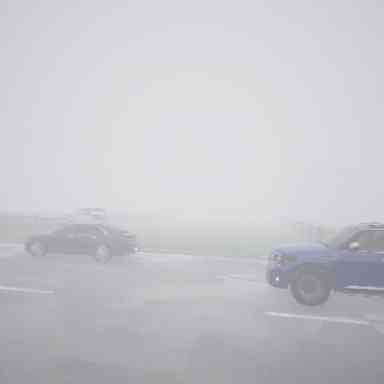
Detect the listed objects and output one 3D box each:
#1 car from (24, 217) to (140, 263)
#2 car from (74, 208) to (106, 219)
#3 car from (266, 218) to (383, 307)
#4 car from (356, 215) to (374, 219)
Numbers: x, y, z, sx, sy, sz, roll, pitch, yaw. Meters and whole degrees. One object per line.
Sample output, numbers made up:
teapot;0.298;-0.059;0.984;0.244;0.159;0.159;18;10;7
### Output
car;-4.635;2.019;14.103;4.892;1.490;1.837;1;-3;12
car;-7.495;2.074;23.697;1.905;1.878;3.866;1;-3;12
car;4.778;1.809;8.623;5.566;2.045;2.150;1;-3;12
car;31.419;5.217;61.812;4.605;1.855;1.932;1;-3;12
